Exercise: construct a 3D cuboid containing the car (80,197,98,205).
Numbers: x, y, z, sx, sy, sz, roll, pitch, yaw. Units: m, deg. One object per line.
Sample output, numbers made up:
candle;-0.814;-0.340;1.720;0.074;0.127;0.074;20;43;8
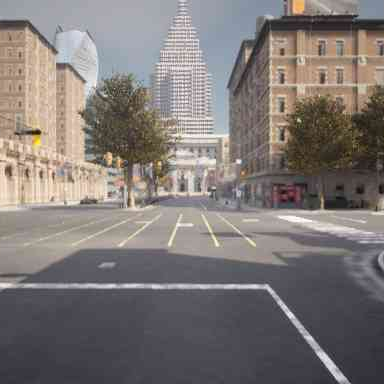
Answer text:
car;-18.249;1.557;58.832;1.895;1.301;4.718;0;0;0
